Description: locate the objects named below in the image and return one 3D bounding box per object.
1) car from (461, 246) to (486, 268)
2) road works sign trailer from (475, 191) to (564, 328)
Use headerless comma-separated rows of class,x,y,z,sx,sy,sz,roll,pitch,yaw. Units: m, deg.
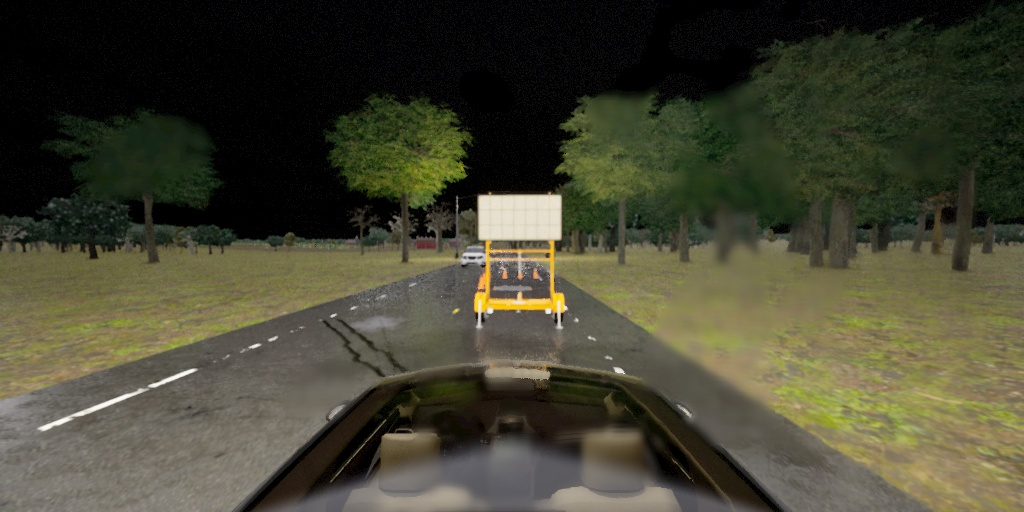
car,-3.563,0.065,34.649,2.150,2.045,5.566,0,1,0
road works sign trailer,0.228,-0.029,10.345,2.380,3.560,2.880,0,0,2
